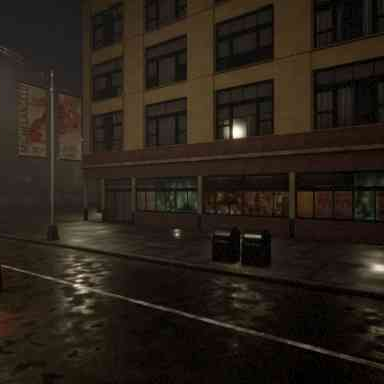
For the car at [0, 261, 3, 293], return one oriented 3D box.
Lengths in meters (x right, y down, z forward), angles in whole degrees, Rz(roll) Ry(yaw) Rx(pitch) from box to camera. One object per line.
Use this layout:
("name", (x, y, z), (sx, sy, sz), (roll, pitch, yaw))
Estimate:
("car", (-5.819, 1.564, 7.715), (1.994, 1.385, 4.181), (0, 0, -40))
